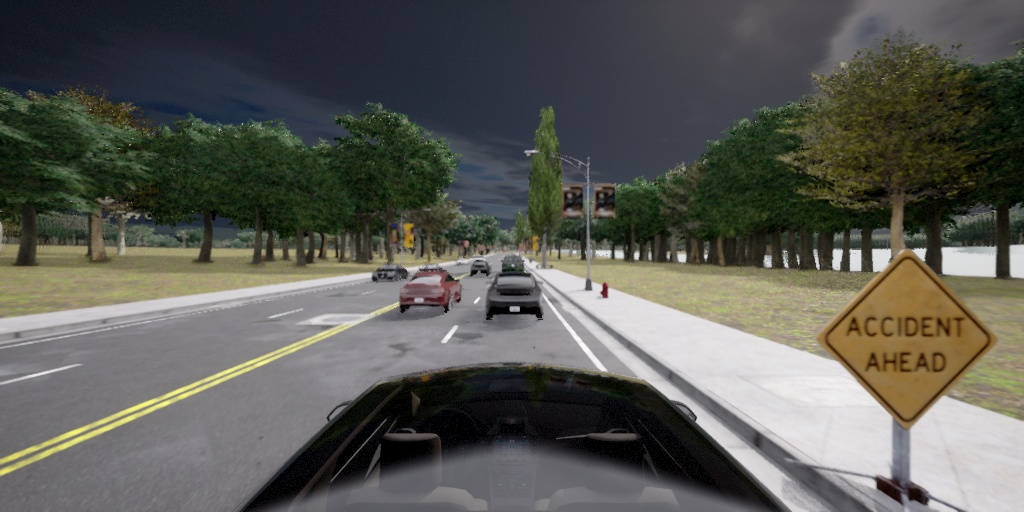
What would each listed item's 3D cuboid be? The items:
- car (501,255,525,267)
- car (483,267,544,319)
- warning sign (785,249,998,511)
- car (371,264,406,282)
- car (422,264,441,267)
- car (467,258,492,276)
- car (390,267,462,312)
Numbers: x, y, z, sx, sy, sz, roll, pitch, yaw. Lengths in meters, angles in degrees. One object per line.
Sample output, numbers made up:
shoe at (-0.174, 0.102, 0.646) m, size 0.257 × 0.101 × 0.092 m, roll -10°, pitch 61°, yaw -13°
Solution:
car at (0.096, 0.980, 35.908) m, size 2.150 × 2.045 × 5.566 m, roll 0°, pitch 0°, yaw 0°
car at (0.090, 1.324, 13.054) m, size 1.837 × 1.490 × 4.892 m, roll 0°, pitch 0°, yaw 0°
warning sign at (2.850, 0.877, 2.628) m, size 1.300 × 1.860 × 1.060 m, roll 0°, pitch 0°, yaw 0°
car at (-9.852, 1.346, 29.257) m, size 1.994 × 1.385 × 4.181 m, roll 0°, pitch 0°, yaw 0°
car at (-6.602, 1.346, 29.262) m, size 1.994 × 1.385 × 4.181 m, roll 0°, pitch 0°, yaw 0°
car at (-3.155, 1.260, 36.886) m, size 1.837 × 1.490 × 4.892 m, roll 0°, pitch 0°, yaw 0°
car at (-3.162, 1.345, 14.508) m, size 1.812 × 1.442 × 4.674 m, roll 0°, pitch 0°, yaw 0°
